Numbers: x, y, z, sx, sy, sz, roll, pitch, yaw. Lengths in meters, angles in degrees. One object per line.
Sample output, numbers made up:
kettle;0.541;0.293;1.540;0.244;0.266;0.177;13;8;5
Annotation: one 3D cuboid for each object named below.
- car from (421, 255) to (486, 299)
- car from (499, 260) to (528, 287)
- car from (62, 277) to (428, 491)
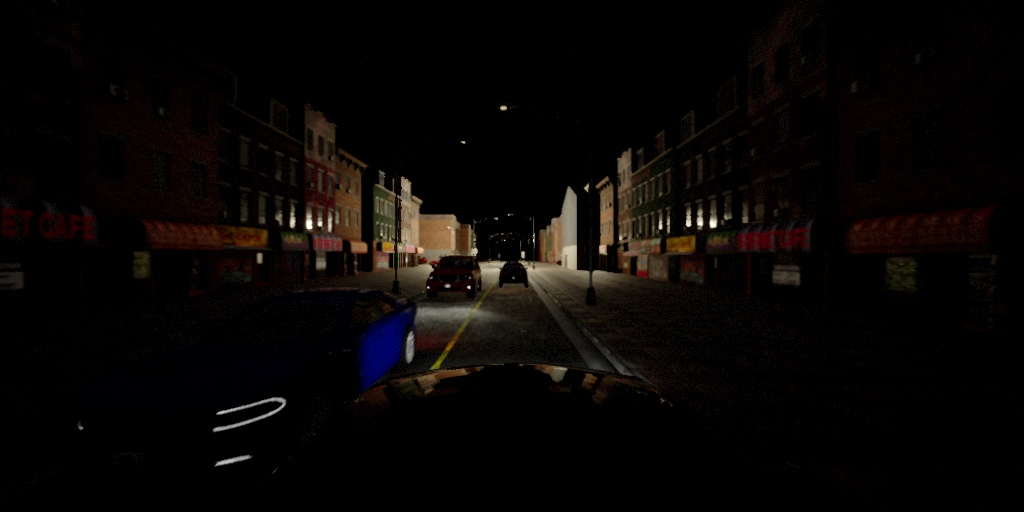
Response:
car;-2.798;0.972;18.592;2.150;2.045;5.566;0;0;1
car;0.100;1.225;24.857;1.882;1.535;5.008;0;0;0
car;-2.806;1.227;5.137;1.882;1.535;5.008;0;0;0
